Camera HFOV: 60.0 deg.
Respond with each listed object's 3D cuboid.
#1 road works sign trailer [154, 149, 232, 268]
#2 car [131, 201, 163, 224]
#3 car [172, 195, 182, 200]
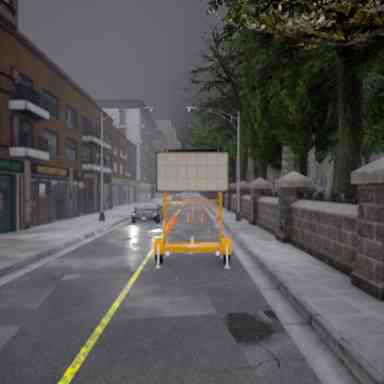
[{"bbox_3d":[0.023,0.402,10.975,2.380,3.560,2.880,0,0,0],"label":"road works sign trailer"},{"bbox_3d":[-3.052,1.400,23.501,1.812,1.442,4.674,0,0,0],"label":"car"},{"bbox_3d":[-2.901,1.254,65.336,1.994,1.385,4.181,0,0,1],"label":"car"}]
